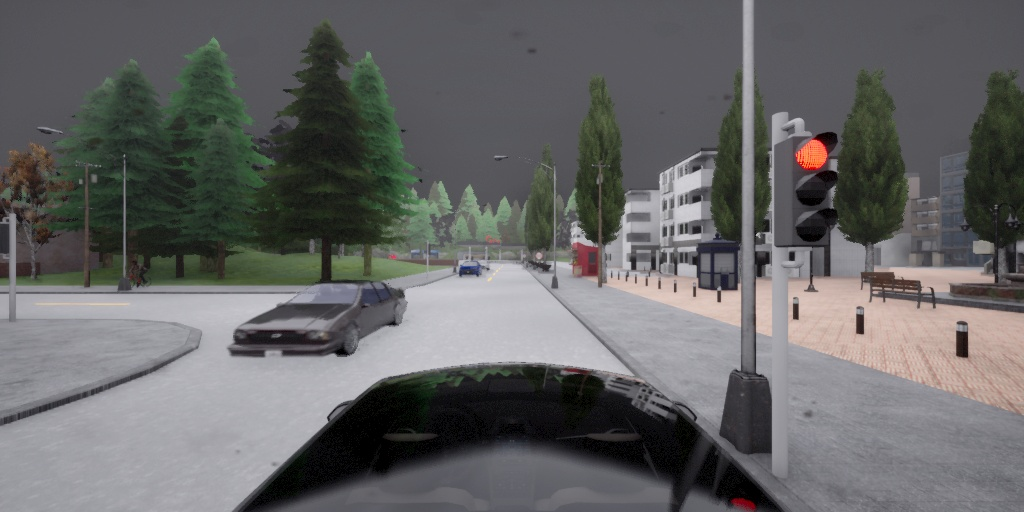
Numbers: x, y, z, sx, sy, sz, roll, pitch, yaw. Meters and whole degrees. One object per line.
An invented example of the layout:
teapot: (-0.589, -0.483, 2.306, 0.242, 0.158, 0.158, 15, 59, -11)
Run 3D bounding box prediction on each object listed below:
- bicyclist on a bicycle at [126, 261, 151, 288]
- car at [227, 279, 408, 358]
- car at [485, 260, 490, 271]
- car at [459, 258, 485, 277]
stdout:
bicyclist on a bicycle: (-22.136, 1.099, 21.184, 0.582, 1.620, 1.656, 0, 0, 0)
car: (-4.097, 1.297, 8.824, 2.033, 1.411, 5.357, 0, 0, 0)
car: (-4.059, 1.276, 48.815, 1.812, 1.442, 4.674, 0, 0, 0)
car: (-4.087, 1.228, 35.875, 1.882, 1.535, 5.008, 0, 0, 0)
